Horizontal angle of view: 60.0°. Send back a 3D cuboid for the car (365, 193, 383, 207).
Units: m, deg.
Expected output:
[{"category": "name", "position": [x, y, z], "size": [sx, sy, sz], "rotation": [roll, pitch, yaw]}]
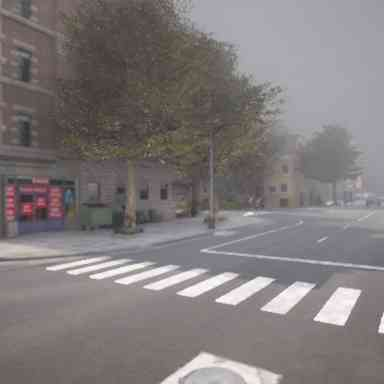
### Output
[{"category": "car", "position": [32.268, 1.616, 59.116], "size": [2.150, 2.045, 5.566], "rotation": [-1, -1, 33]}]
